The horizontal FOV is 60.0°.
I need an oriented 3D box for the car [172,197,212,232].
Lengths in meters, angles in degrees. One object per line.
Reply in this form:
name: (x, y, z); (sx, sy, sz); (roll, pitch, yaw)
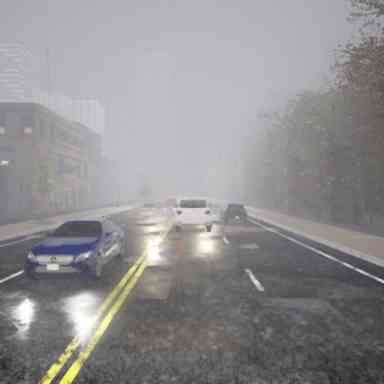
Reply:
car: (0.095, 1.316, 21.183); (2.150, 2.045, 5.566); (0, 0, 0)

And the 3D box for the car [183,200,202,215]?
car: (0.063, 1.707, 37.635); (2.033, 1.411, 5.357); (0, 0, 0)

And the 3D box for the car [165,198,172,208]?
car: (-3.303, 1.700, 53.288); (1.882, 1.535, 5.008); (0, 0, 1)

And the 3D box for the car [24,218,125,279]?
car: (-3.338, 1.571, 10.361); (1.812, 1.442, 4.674); (0, 0, 1)

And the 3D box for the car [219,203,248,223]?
car: (3.347, 1.622, 27.055); (1.837, 1.490, 4.892); (0, 0, 0)

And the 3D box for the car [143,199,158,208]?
car: (-6.547, 1.769, 53.130); (2.033, 1.411, 5.357); (0, 0, 1)
